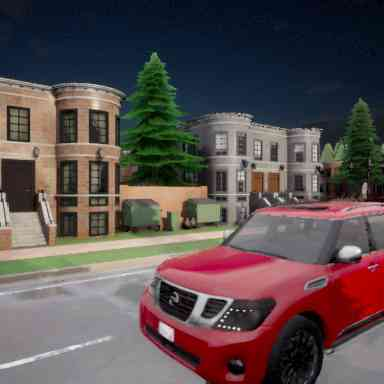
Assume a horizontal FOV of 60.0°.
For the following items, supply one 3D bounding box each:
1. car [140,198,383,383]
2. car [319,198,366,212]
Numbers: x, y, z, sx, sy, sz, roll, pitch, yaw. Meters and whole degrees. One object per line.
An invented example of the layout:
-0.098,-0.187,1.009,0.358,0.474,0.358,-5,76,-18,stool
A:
1.936,1.219,5.424,5.566,2.045,2.150,0,0,-36,car
17.847,1.466,39.683,1.837,1.490,4.892,0,0,-33,car
